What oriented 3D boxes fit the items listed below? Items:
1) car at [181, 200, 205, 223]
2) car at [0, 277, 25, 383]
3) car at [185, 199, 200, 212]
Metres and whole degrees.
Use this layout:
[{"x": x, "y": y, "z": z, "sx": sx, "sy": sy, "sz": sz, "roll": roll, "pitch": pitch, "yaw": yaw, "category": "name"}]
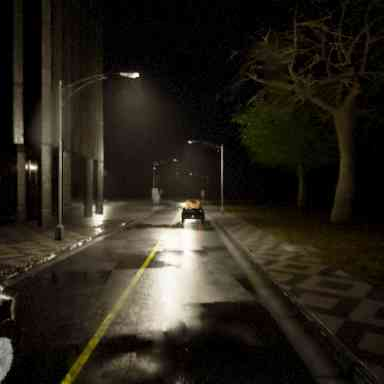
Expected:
[{"x": 0.076, "y": 1.704, "z": 28.015, "sx": 2.128, "sy": 1.511, "sz": 4.902, "roll": 0, "pitch": 0, "yaw": 0, "category": "car"}, {"x": -3.092, "y": 1.532, "z": 2.415, "sx": 1.837, "sy": 1.490, "sz": 4.892, "roll": 0, "pitch": -1, "yaw": 0, "category": "car"}, {"x": 0.061, "y": 1.787, "z": 45.173, "sx": 1.882, "sy": 1.535, "sz": 5.008, "roll": 0, "pitch": 0, "yaw": 0, "category": "car"}]
